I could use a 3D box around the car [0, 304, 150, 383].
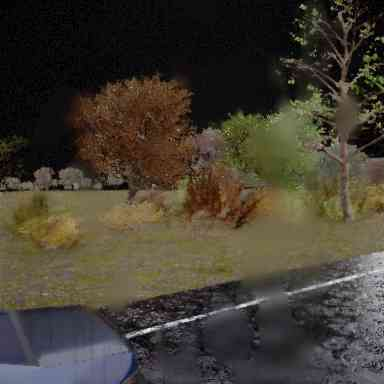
[{"bbox_3d":[-2.894,1.558,1.915,5.357,1.411,2.033,0,0,-35],"label":"car"}]
